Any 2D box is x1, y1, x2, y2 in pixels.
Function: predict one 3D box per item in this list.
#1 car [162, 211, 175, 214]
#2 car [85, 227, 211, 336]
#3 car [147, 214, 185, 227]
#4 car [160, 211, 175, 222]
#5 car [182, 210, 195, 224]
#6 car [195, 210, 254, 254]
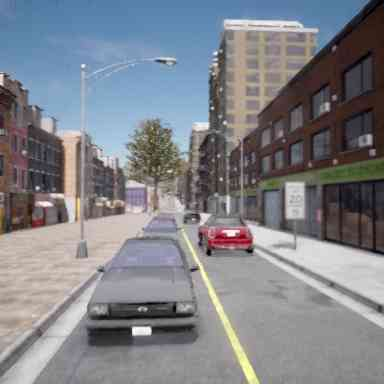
[{"bbox_3d":[-2.254,2.504,27.999,1.994,1.385,4.181,0,-2,-4],"label":"car"},{"bbox_3d":[-0.931,1.788,7.670,2.033,1.411,5.357,0,-2,-4],"label":"car"},{"bbox_3d":[-1.594,2.127,17.884,2.033,1.411,5.357,0,-2,-3],"label":"car"},{"bbox_3d":[-3.168,3.118,43.477,1.895,1.301,4.718,0,-2,-4],"label":"car"},{"bbox_3d":[0.006,2.832,38.636,1.837,1.490,4.892,0,-2,-4],"label":"car"},{"bbox_3d":[1.485,1.860,15.979,2.097,1.767,4.553,0,-2,-4],"label":"car"}]
